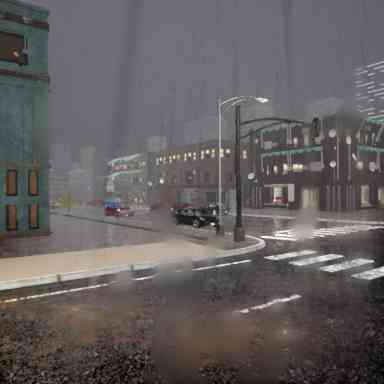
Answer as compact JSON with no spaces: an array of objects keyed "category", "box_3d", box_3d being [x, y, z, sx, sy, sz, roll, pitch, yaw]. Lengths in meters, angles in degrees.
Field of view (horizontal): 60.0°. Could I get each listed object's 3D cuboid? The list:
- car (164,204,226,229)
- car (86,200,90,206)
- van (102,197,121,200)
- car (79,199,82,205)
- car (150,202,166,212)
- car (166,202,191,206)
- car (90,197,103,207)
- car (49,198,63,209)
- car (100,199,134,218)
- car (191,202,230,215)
[{"category":"car","box_3d":[0.118,1.814,24.125,1.947,1.339,4.313,-1,0,-35]},{"category":"car","box_3d":[-20.152,2.227,67.471,1.887,1.381,4.507,-1,0,-35]},{"category":"van","box_3d":[-13.760,1.906,58.435,1.690,1.788,3.998,-1,0,-35]},{"category":"car","box_3d":[-26.548,2.364,76.507,1.947,1.339,4.313,-1,0,-35]},{"category":"car","box_3d":[-4.160,1.966,44.883,1.802,1.307,4.206,-1,0,-35]},{"category":"car","box_3d":[-0.962,1.903,40.366,1.802,1.307,4.206,-2,0,-35]},{"category":"car","box_3d":[-16.959,1.939,62.953,2.192,1.841,5.009,-1,0,-35]},{"category":"car","box_3d":[-23.694,2.232,57.971,1.752,1.417,4.829,-1,0,-35]},{"category":"car","box_3d":[-7.804,1.846,35.521,1.967,1.590,4.097,-1,0,-35]},{"category":"car","box_3d":[2.235,1.809,35.847,2.008,1.369,4.403,-2,0,-35]}]
